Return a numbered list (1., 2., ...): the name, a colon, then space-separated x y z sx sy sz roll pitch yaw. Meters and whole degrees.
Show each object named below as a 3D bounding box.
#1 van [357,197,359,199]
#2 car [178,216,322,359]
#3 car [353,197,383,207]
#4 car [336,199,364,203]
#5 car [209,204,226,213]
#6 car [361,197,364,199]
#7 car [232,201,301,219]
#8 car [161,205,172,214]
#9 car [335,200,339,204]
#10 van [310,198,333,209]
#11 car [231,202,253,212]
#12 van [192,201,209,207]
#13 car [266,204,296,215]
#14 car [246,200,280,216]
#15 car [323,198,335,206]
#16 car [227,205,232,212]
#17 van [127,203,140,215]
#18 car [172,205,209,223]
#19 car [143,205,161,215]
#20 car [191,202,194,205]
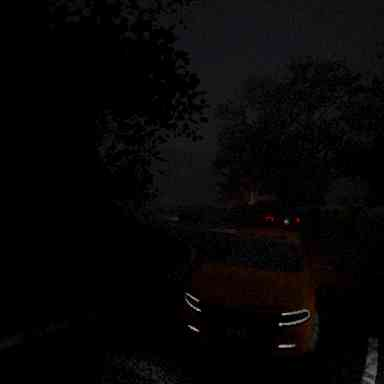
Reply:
1. van: 30.667 2.135 66.854 1.878 1.987 4.442 -1 -1 -15
2. car: 1.418 1.498 6.462 1.882 1.535 5.008 2 0 20
3. car: 36.112 2.026 68.188 2.435 2.045 5.566 -1 -1 -15
4. car: 23.453 2.302 51.232 2.163 1.488 4.792 -1 -1 -15
5. car: 3.676 2.835 59.320 2.163 1.488 4.792 -1 -1 -15
6. car: 33.396 2.191 67.508 2.185 1.767 4.553 -1 -1 -15
7. car: 4.402 1.699 19.812 2.150 2.045 5.566 2 -2 -10
8. car: -4.450 2.990 57.158 2.163 1.488 4.792 -1 -1 -15
9. car: 20.782 2.343 50.441 2.163 1.488 4.792 -1 -1 -15
10. van: 25.320 2.214 65.153 1.878 1.987 4.442 -1 -1 -15
11. car: 9.070 2.706 60.831 2.097 1.535 5.008 -1 -1 -15
12. van: 0.928 2.634 58.725 1.878 1.987 4.442 -1 -1 -15
13. car: 12.837 2.488 48.301 2.002 1.452 4.674 -1 -1 -15
14. car: 10.019 2.248 47.563 2.435 2.045 5.566 -1 -1 -15
15. car: 18.078 2.106 49.766 2.435 2.045 5.566 -1 -1 -15
16. car: 7.452 2.297 46.861 2.435 2.045 5.566 -1 -1 -15
17. van: -9.886 2.838 55.767 1.878 1.987 4.442 -1 -1 -15
18. car: -0.247 2.611 37.813 2.128 1.511 4.902 1 -1 -18
19. car: -7.148 3.011 56.396 2.097 1.535 5.008 -1 -1 -15
20. car: -1.747 2.939 57.897 2.163 1.488 4.792 -1 -1 -15
